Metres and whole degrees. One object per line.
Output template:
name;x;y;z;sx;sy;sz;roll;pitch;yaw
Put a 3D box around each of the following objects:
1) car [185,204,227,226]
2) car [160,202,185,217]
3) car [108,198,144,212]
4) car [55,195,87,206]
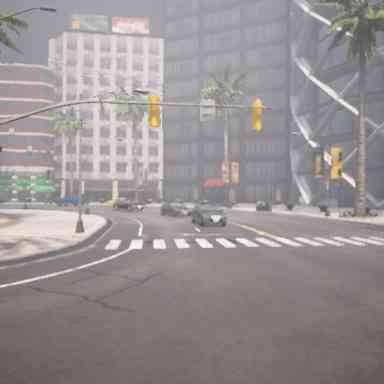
car;1.155;1.631;24.564;2.128;1.511;4.902;0;0;-11
car;-1.715;1.702;33.316;1.812;1.442;4.674;0;0;-27
car;-8.094;1.691;42.127;4.902;1.511;2.128;0;-1;44
car;-21.067;1.455;58.095;5.566;2.045;2.150;0;0;18
